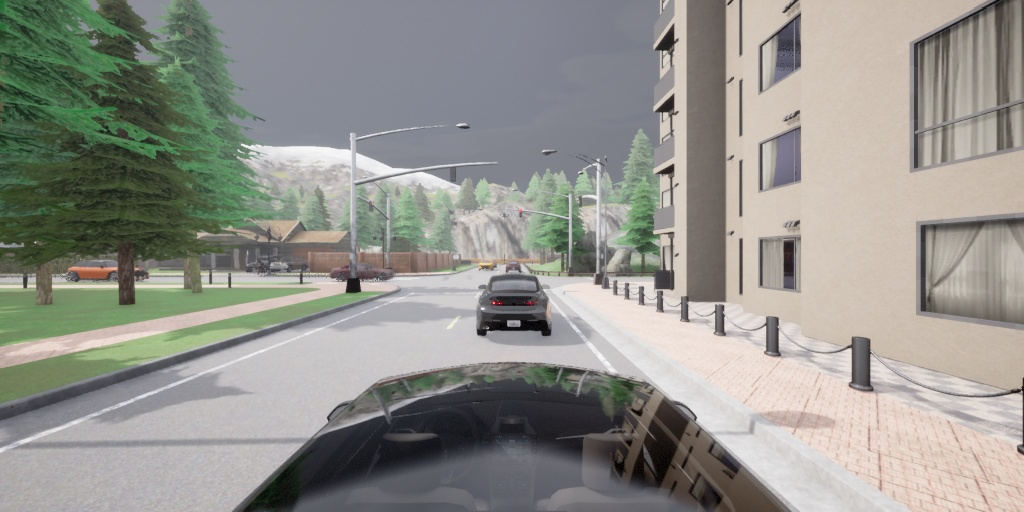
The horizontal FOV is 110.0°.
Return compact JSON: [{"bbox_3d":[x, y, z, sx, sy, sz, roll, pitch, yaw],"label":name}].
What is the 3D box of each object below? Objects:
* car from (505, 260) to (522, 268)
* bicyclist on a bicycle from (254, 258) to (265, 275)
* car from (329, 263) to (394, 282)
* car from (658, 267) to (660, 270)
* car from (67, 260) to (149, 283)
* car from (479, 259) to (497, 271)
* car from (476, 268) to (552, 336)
[{"bbox_3d":[0.155,1.275,45.497,1.812,1.442,4.674,0,0,-1],"label":"car"},{"bbox_3d":[-24.546,1.016,34.882,0.582,1.620,1.656,0,0,-1],"label":"bicyclist on a bicycle"},{"bbox_3d":[-11.610,1.262,27.873,4.674,1.442,1.812,0,0,-6],"label":"car"},{"bbox_3d":[16.028,0.987,32.081,5.566,2.045,2.150,0,0,-1],"label":"car"},{"bbox_3d":[-30.572,1.087,27.264,4.553,1.767,2.097,0,0,-1],"label":"car"},{"bbox_3d":[-3.563,1.227,50.248,1.882,1.535,5.008,0,0,0],"label":"car"},{"bbox_3d":[0.062,1.255,10.382,1.837,1.490,4.892,0,0,0],"label":"car"}]
